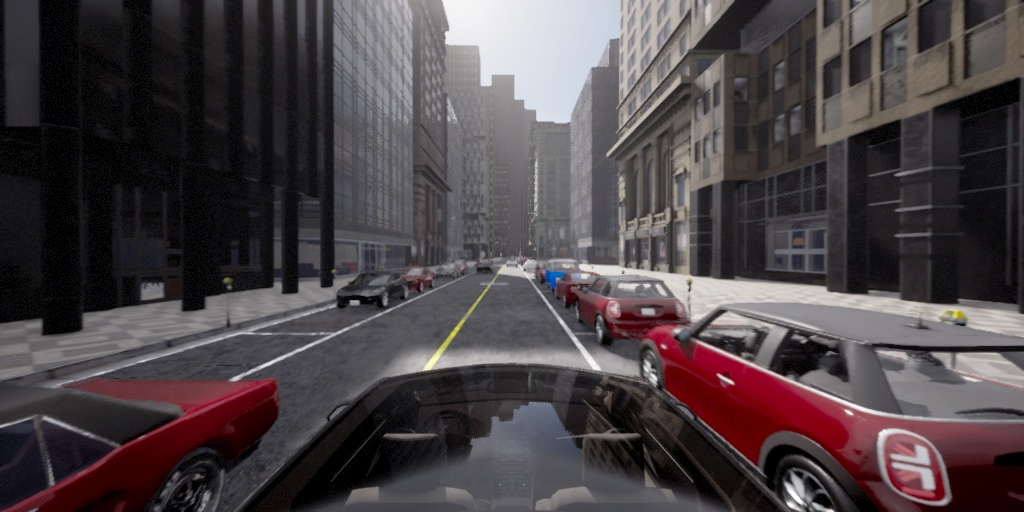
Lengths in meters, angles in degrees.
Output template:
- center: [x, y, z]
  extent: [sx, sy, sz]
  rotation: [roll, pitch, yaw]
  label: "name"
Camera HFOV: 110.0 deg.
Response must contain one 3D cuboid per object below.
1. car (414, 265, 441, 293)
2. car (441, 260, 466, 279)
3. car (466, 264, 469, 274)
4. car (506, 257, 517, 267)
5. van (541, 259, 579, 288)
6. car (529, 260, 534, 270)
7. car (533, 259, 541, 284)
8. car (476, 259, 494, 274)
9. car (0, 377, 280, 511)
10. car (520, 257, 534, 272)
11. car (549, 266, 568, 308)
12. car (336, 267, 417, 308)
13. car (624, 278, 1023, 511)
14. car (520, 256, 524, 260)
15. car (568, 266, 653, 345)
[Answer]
- center: [-5.669, 1.283, 20.745]
  extent: [1.888, 1.381, 4.507]
  rotation: [0, 0, 0]
  label: "car"
- center: [-5.670, 1.281, 32.043]
  extent: [2.007, 1.370, 4.403]
  rotation: [0, 0, 0]
  label: "car"
- center: [-5.671, 1.167, 37.692]
  extent: [1.967, 1.591, 4.097]
  rotation: [0, 0, 0]
  label: "car"
- center: [-0.004, 1.314, 63.206]
  extent: [1.895, 1.301, 4.718]
  rotation: [0, 0, 0]
  label: "car"
- center: [2.856, 1.078, 20.750]
  extent: [1.690, 1.789, 3.998]
  rotation: [0, 0, 0]
  label: "van"
- center: [2.855, 1.275, 32.047]
  extent: [1.888, 1.381, 4.507]
  rotation: [0, 0, 0]
  label: "car"
- center: [2.855, 1.174, 26.399]
  extent: [1.967, 1.591, 4.097]
  rotation: [0, 0, 0]
  label: "car"
- center: [-3.092, 1.326, 41.601]
  extent: [1.895, 1.301, 4.718]
  rotation: [0, 0, 0]
  label: "car"
- center: [-3.100, 1.351, 1.100]
  extent: [1.895, 1.301, 4.718]
  rotation: [0, 0, 0]
  label: "car"
- center: [2.348, 1.249, 45.571]
  extent: [1.812, 1.442, 4.674]
  rotation: [0, 0, 0]
  label: "car"
- center: [2.856, 1.286, 15.102]
  extent: [1.888, 1.381, 4.507]
  rotation: [0, 0, 0]
  label: "car"
- center: [-5.669, 1.307, 15.097]
  extent: [1.948, 1.339, 4.313]
  rotation: [0, 0, 0]
  label: "car"
- center: [2.857, 1.188, 3.805]
  extent: [1.967, 1.591, 4.097]
  rotation: [0, 0, 0]
  label: "car"
- center: [2.853, 1.029, 60.291]
  extent: [2.192, 1.841, 5.009]
  rotation: [0, 0, 0]
  label: "car"
- center: [2.857, 1.184, 9.453]
  extent: [1.967, 1.591, 4.097]
  rotation: [0, 0, 0]
  label: "car"
